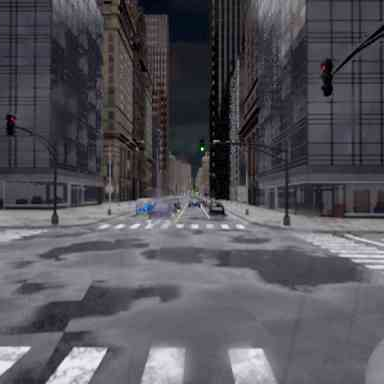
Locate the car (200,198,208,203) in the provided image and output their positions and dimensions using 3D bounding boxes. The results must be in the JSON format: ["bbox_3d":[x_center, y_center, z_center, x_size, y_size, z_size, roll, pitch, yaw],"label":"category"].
[{"bbox_3d":[3.192,2.247,90.196,2.008,1.369,4.403,0,0,0],"label":"car"}]

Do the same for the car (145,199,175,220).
[{"bbox_3d":[-2.932,1.755,31.911,1.882,1.535,5.008,0,0,0],"label":"car"}]

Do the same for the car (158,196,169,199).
[{"bbox_3d":[-5.543,1.909,56.356,1.967,1.590,4.097,0,0,0],"label":"car"}]

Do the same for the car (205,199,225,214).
[{"bbox_3d":[2.876,1.904,39.357,1.947,1.339,4.313,0,0,0],"label":"car"}]

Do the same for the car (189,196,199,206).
[{"bbox_3d":[0.411,1.802,71.727,2.150,2.045,5.566,0,0,0],"label":"car"}]

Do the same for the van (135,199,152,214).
[{"bbox_3d":[-5.649,1.680,39.411,1.690,1.788,3.998,0,0,0],"label":"van"}]

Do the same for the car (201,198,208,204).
[{"bbox_3d":[3.157,2.242,84.548,1.802,1.307,4.206,0,0,0],"label":"car"}]

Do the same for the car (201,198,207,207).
[{"bbox_3d":[2.981,2.050,56.304,1.802,1.307,4.206,0,0,0],"label":"car"}]

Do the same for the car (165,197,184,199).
[{"bbox_3d":[-2.722,1.986,52.222,2.033,1.411,5.357,0,0,1],"label":"car"}]

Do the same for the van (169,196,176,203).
[{"bbox_3d":[-5.331,2.037,90.247,1.690,1.788,3.998,0,0,0],"label":"van"}]

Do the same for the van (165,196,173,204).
[{"bbox_3d":[-5.401,1.965,78.951,1.690,1.788,3.998,0,0,0],"label":"van"}]

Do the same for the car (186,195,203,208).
[{"bbox_3d":[0.427,1.838,58.586,2.097,1.767,4.553,0,0,1],"label":"car"}]

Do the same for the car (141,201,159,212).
[{"bbox_3d":[-5.614,1.965,45.057,1.802,1.307,4.206,0,0,0],"label":"car"}]

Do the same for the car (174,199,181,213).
[{"bbox_3d":[-2.856,1.922,41.869,1.994,1.385,4.181,0,0,1],"label":"car"}]
